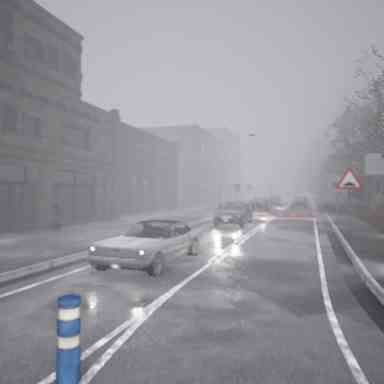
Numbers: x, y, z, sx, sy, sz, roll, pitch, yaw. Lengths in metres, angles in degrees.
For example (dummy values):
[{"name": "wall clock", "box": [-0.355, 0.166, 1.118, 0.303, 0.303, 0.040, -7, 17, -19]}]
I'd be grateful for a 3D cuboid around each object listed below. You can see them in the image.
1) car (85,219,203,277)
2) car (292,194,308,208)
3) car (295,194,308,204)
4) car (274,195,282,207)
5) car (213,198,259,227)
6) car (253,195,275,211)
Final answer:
[{"name": "car", "box": [-1.217, 1.571, 10.496, 1.895, 1.301, 4.718, 0, 0, 19]}, {"name": "car", "box": [14.081, 1.260, 43.640, 2.033, 1.411, 5.357, 0, 1, 20]}, {"name": "car", "box": [17.585, 1.112, 53.454, 1.882, 1.535, 5.008, 0, 0, 20]}, {"name": "car", "box": [11.139, 1.190, 45.175, 1.837, 1.490, 4.892, 0, 0, 20]}, {"name": "car", "box": [2.792, 1.381, 21.826, 2.128, 1.511, 4.902, 0, 1, 20]}, {"name": "car", "box": [6.481, 1.151, 32.195, 1.994, 1.385, 4.181, 0, -3, 20]}]
